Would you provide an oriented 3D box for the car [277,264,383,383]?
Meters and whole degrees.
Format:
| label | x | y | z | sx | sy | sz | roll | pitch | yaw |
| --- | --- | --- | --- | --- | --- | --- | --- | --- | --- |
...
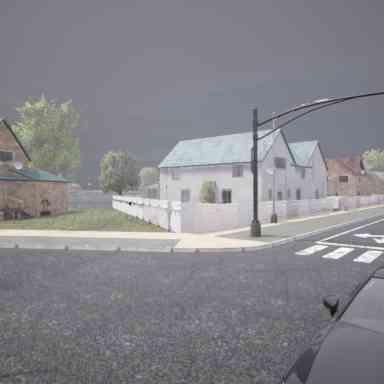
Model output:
| label | x | y | z | sx | sy | sz | roll | pitch | yaw |
| --- | --- | --- | --- | --- | --- | --- | --- | --- | --- |
| car | 2.531 | 1.524 | 3.416 | 1.812 | 1.442 | 4.674 | 0 | 0 | 42 |
